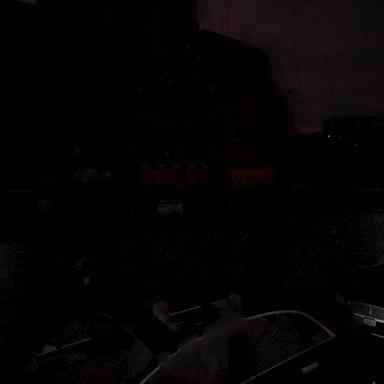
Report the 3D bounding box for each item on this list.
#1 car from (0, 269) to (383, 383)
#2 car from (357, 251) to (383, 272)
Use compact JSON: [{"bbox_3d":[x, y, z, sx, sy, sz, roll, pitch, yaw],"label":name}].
[{"bbox_3d":[-0.225,1.550,2.674,4.403,1.369,2.008,0,-2,-35],"label":"car"},{"bbox_3d":[4.214,1.549,5.835,4.403,1.369,2.008,0,-2,-35],"label":"car"}]
